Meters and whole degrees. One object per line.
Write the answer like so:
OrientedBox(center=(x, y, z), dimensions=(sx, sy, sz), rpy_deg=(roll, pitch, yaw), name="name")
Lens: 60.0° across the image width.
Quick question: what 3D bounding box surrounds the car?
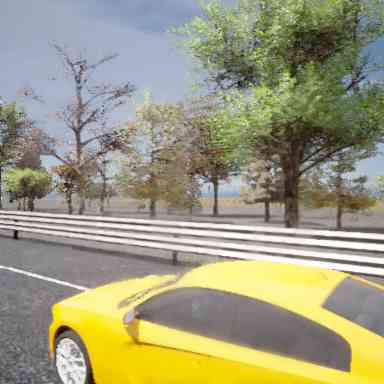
OrientedBox(center=(0.482, 1.491, 3.516), dimensions=(5.008, 1.535, 1.882), rpy_deg=(0, 0, 36), name="car")
